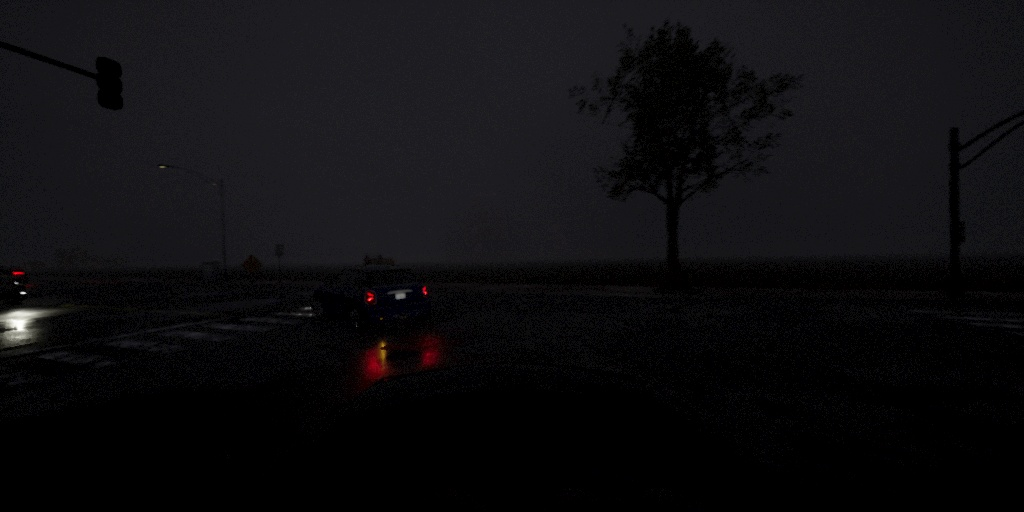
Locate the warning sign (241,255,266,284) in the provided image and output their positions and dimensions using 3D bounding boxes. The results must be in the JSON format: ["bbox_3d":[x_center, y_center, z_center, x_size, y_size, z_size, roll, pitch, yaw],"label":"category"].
[{"bbox_3d":[-16.558,0.832,22.889,1.060,1.860,1.300,0,0,19],"label":"warning sign"}]

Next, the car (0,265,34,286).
[{"bbox_3d":[-40.455,1.539,28.295,4.892,1.490,1.837,-1,1,20],"label":"car"}]

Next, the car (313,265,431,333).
[{"bbox_3d":[-4.477,1.085,11.134,2.097,1.767,4.553,-3,2,-44],"label":"car"}]

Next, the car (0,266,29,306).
[{"bbox_3d":[-23.696,1.202,15.361,5.566,2.045,2.150,-1,1,19],"label":"car"}]
